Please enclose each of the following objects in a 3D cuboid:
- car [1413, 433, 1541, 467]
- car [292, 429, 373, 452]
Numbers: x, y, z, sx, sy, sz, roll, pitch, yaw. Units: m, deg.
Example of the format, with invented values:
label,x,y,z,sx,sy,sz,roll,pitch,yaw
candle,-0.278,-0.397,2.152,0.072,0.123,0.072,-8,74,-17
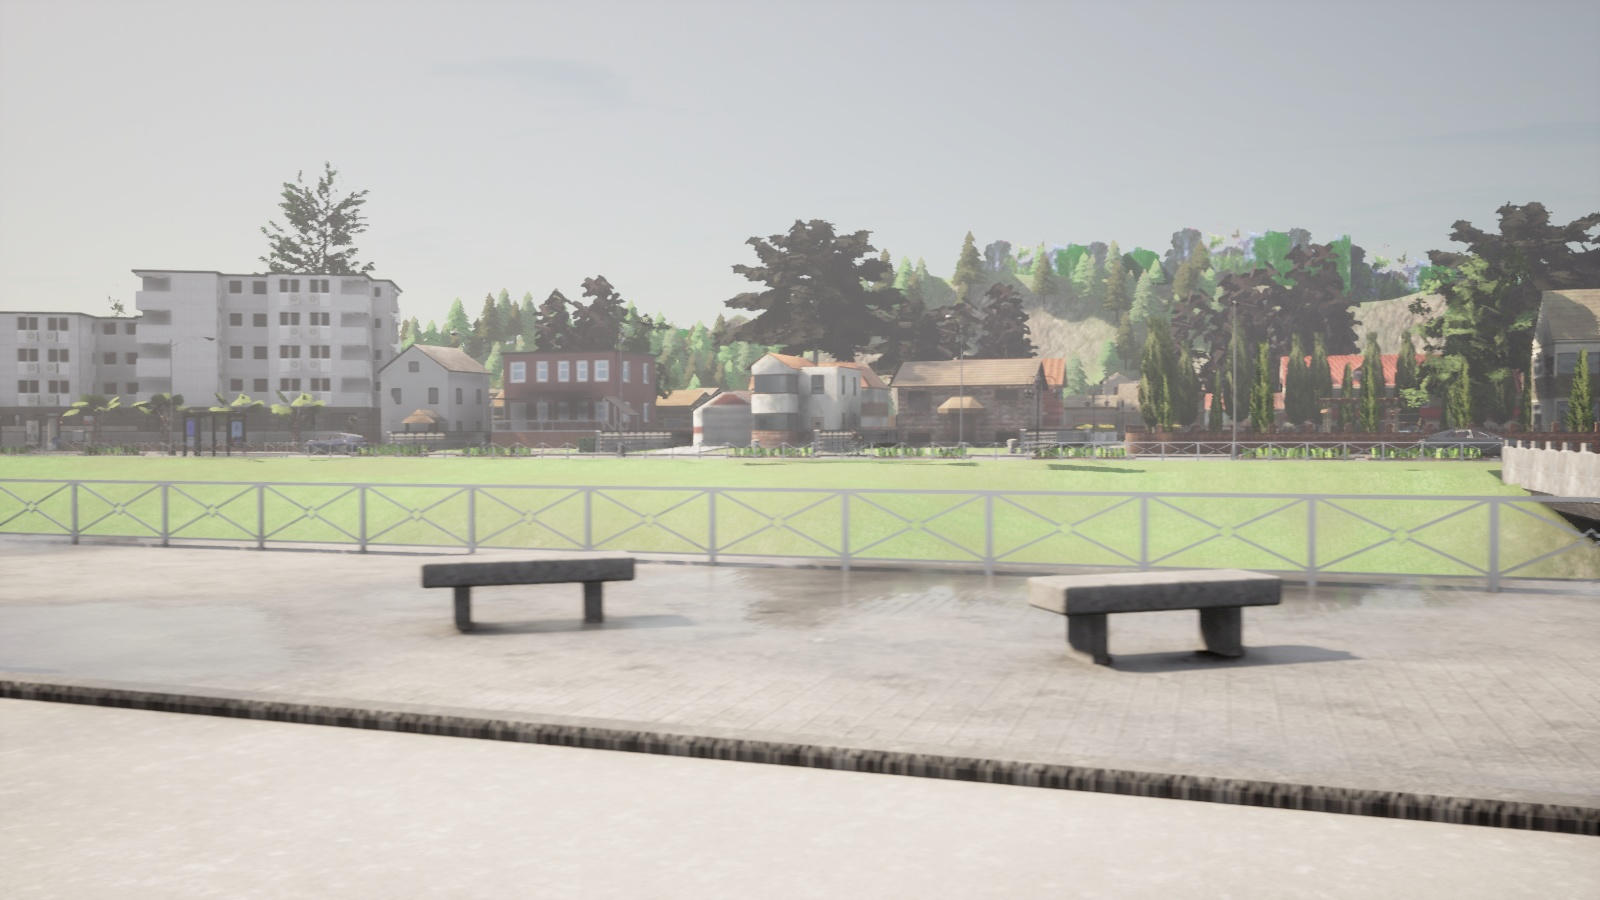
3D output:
label,x,y,z,sx,sy,sz,roll,pitch,yaw
car,31.316,-0.032,58.258,4.902,1.511,2.128,1,1,19
car,-31.068,-0.627,83.483,4.792,1.488,2.163,1,1,19
